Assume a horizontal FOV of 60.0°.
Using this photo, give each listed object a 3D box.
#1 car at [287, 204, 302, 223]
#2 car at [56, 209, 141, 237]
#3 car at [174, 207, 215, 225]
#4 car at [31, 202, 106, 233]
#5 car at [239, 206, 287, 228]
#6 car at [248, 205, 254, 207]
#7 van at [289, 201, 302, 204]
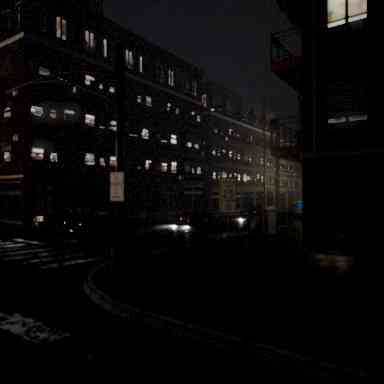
[{"bbox_3d":[8.951,2.117,30.839,2.008,1.369,4.403,-2,-2,35],"label":"car"},{"bbox_3d":[-5.435,1.879,20.320,1.895,1.301,4.718,0,-1,36],"label":"car"},{"bbox_3d":[0.269,2.023,28.453,1.994,1.385,4.181,0,-1,35],"label":"car"},{"bbox_3d":[-7.696,1.598,21.603,2.192,1.841,5.009,-1,-2,35],"label":"car"},{"bbox_3d":[5.694,2.044,26.179,1.802,1.307,4.206,-2,-2,35],"label":"car"},{"bbox_3d":[7.016,2.238,38.079,1.994,1.385,4.181,0,-1,35],"label":"car"},{"bbox_3d":[18.357,2.457,58.868,1.690,1.788,3.998,-1,-2,35],"label":"van"}]
